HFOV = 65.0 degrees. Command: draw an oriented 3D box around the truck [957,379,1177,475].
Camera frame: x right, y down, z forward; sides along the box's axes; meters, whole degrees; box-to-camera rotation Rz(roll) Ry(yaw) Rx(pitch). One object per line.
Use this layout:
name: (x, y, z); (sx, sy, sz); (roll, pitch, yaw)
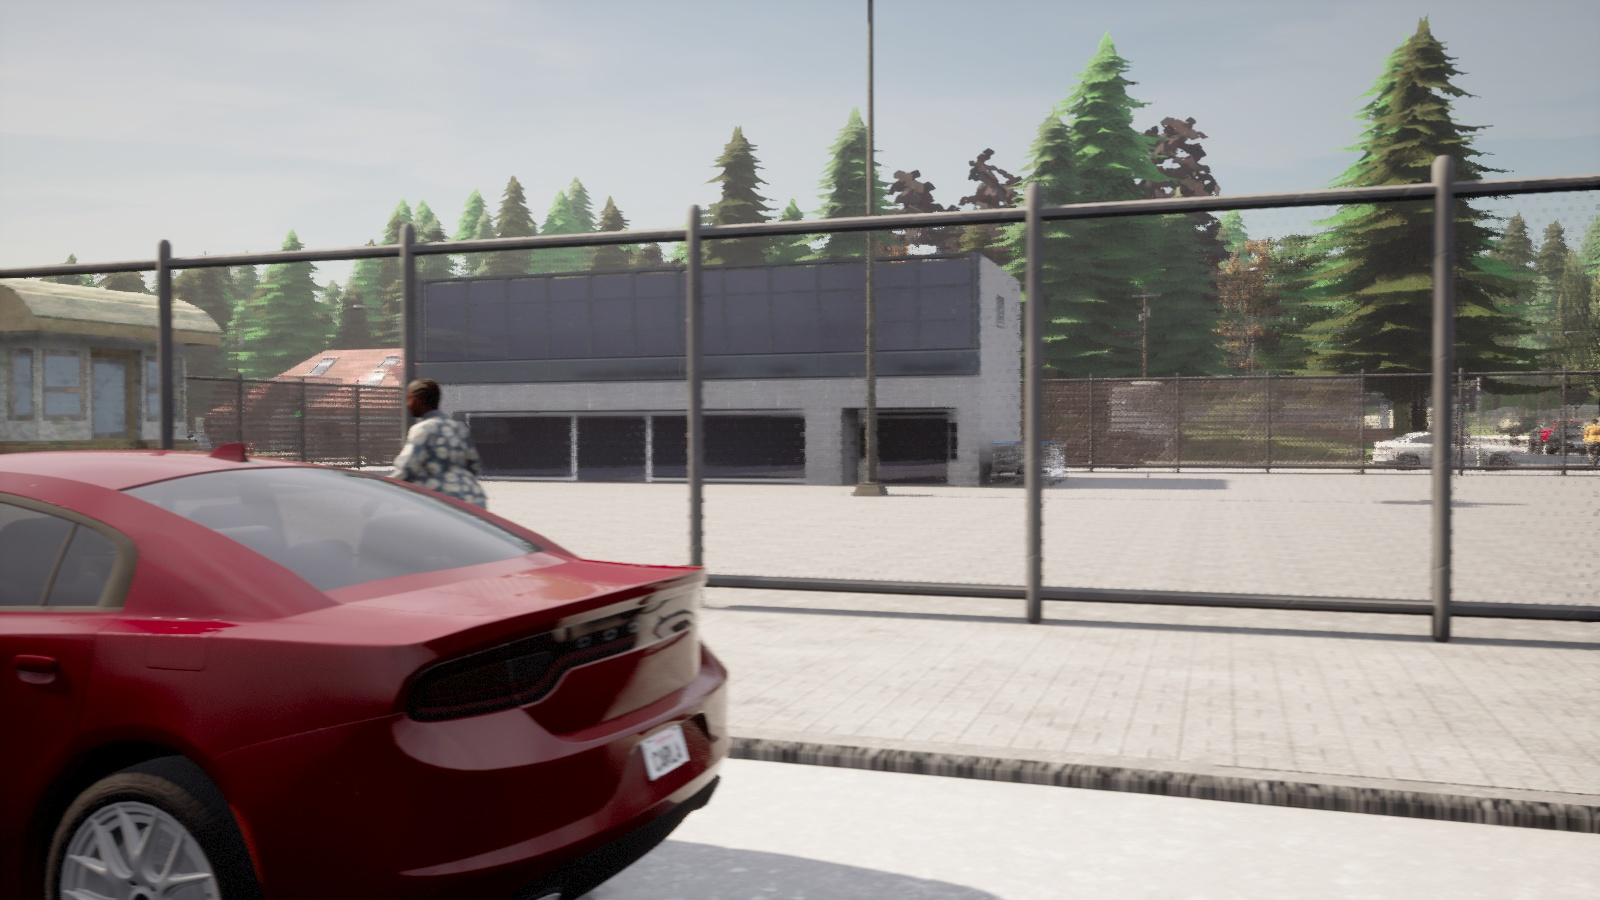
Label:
truck: (10.230, -0.888, 48.075); (7.936, 3.462, 2.891); (0, 1, 19)

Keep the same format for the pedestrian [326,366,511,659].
pedestrian: (-2.544, 0.390, 8.459); (0.900, 1.855, 0.874); (0, 1, 9)

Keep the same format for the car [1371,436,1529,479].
car: (22.621, 0.236, 43.918); (4.674, 1.442, 1.812); (0, 1, 19)

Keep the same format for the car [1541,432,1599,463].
car: (42.825, -0.193, 69.648); (2.033, 1.649, 4.856); (1, 1, 19)

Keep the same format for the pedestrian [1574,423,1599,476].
pedestrian: (28.181, -0.026, 44.667); (0.874, 1.855, 0.900); (1, 1, 18)

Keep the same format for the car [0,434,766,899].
car: (-2.802, 0.718, 4.623); (5.008, 1.535, 1.882); (1, 1, 20)

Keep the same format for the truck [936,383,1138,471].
truck: (9.907, -0.960, 52.404); (7.936, 3.462, 2.891); (1, 1, 19)
